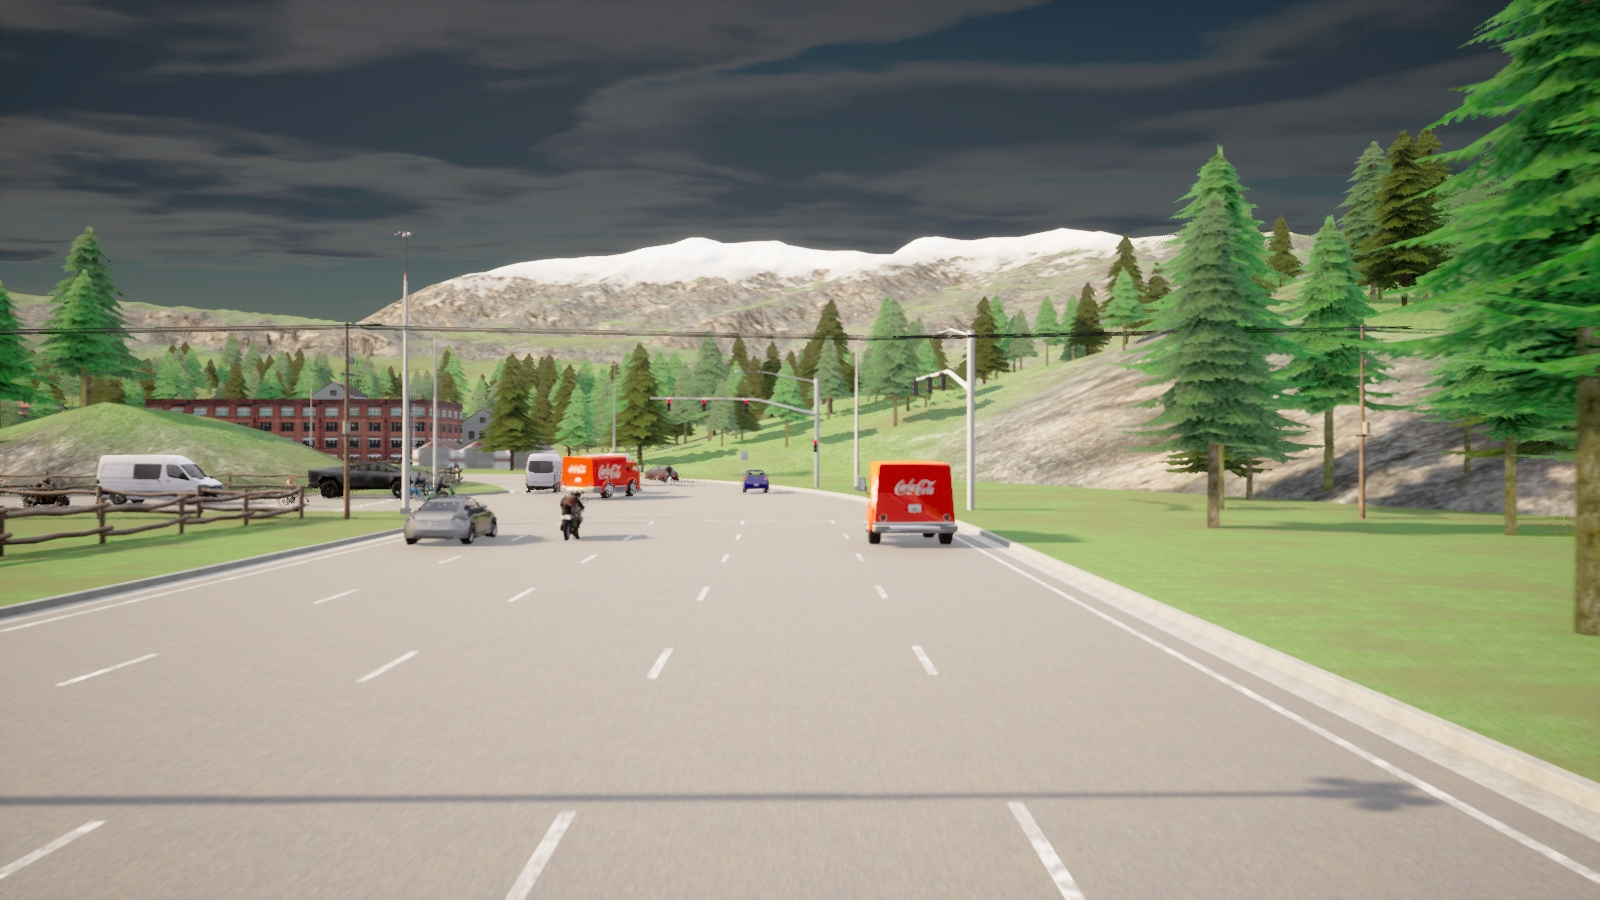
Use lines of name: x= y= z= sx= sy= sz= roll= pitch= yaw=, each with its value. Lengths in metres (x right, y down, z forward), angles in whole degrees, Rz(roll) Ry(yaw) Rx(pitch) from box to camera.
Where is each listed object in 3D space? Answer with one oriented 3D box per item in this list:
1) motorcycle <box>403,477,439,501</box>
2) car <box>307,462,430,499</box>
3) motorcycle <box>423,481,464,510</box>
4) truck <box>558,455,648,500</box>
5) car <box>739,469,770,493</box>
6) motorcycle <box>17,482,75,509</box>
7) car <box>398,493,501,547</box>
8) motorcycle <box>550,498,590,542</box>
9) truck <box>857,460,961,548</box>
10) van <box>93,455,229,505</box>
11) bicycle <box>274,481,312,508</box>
motorcycle: x=-21.061 y=2.144 z=63.475 sx=1.805 sy=1.316 sz=0.856 roll=0 pitch=-2 yaw=-13
car: x=-25.058 y=1.755 z=66.499 sx=6.274 sy=2.098 sz=2.390 roll=0 pitch=0 yaw=-1
motorcycle: x=-16.749 y=2.143 z=53.673 sx=1.805 sy=1.316 sz=0.856 roll=0 pitch=-3 yaw=-20
truck: x=-11.538 y=1.573 z=67.263 sx=2.627 sy=2.467 sz=5.204 roll=1 pitch=1 yaw=26
car: x=-3.048 y=2.038 z=76.432 sx=1.845 sy=1.501 sz=3.633 roll=0 pitch=0 yaw=-6
motorcycle: x=-36.784 y=2.207 z=55.751 sx=2.209 sy=1.251 sz=0.867 roll=0 pitch=0 yaw=-1
car: x=-10.748 y=2.119 z=35.359 sx=1.994 sy=1.385 sz=4.181 roll=0 pitch=0 yaw=-1
motorcycle: x=-7.275 y=2.206 z=36.312 sx=0.867 sy=1.251 sz=2.209 roll=0 pitch=0 yaw=-1
truck: x=3.256 y=1.568 z=35.261 sx=2.627 sy=2.467 sz=5.204 roll=0 pitch=0 yaw=-1
van: x=-33.092 y=1.537 z=59.314 sx=5.915 sy=2.561 sz=1.988 roll=0 pitch=0 yaw=-1
bicycle: x=-24.834 y=2.159 z=56.000 sx=1.487 sy=1.276 sz=0.859 roll=0 pitch=0 yaw=-2
